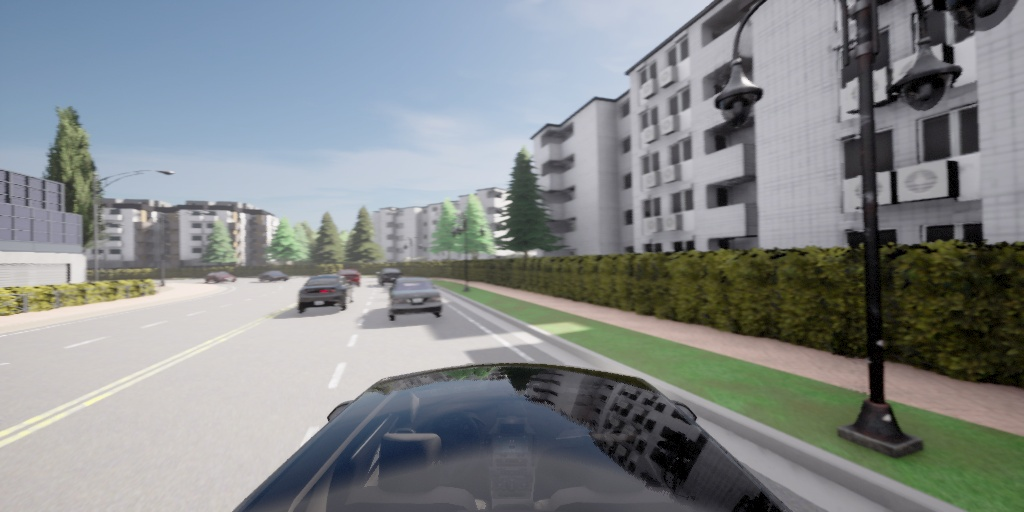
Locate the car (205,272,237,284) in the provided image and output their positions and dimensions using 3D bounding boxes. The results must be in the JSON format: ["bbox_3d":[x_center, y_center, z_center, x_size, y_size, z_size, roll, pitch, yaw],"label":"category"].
[{"bbox_3d":[-35.659,2.638,43.831,4.674,1.442,1.812,-2,-1,29],"label":"car"}]

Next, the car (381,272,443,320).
[{"bbox_3d":[-3.872,1.533,14.010,2.033,1.411,5.357,-1,-1,-19],"label":"car"}]

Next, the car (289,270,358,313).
[{"bbox_3d":[-8.398,1.631,16.439,1.837,1.490,4.892,-1,0,-19],"label":"car"}]

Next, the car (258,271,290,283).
[{"bbox_3d":[-29.099,2.495,43.681,5.357,1.411,2.033,-2,-1,37],"label":"car"}]

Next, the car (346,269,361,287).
[{"bbox_3d":[-14.541,1.928,31.714,1.882,1.535,5.008,-1,-1,-27],"label":"car"}]

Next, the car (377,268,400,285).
[{"bbox_3d":[-11.208,1.858,32.871,1.882,1.535,5.008,-1,-1,-26],"label":"car"}]
